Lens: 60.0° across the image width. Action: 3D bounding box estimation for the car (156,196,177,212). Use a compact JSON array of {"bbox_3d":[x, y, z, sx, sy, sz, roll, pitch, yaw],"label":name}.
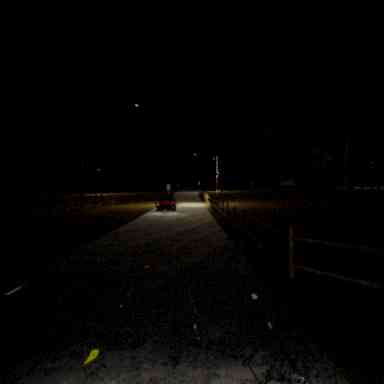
[{"bbox_3d":[-2.785,1.240,36.774,2.097,1.767,4.553,0,1,0],"label":"car"}]
